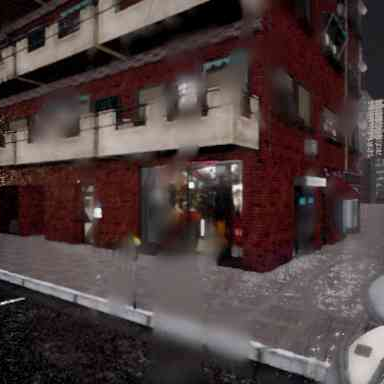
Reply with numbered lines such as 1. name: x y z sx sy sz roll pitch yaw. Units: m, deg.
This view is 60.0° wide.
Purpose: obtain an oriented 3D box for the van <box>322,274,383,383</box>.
1. van: 2.480 1.345 1.110 3.998 1.788 1.690 0 0 35
